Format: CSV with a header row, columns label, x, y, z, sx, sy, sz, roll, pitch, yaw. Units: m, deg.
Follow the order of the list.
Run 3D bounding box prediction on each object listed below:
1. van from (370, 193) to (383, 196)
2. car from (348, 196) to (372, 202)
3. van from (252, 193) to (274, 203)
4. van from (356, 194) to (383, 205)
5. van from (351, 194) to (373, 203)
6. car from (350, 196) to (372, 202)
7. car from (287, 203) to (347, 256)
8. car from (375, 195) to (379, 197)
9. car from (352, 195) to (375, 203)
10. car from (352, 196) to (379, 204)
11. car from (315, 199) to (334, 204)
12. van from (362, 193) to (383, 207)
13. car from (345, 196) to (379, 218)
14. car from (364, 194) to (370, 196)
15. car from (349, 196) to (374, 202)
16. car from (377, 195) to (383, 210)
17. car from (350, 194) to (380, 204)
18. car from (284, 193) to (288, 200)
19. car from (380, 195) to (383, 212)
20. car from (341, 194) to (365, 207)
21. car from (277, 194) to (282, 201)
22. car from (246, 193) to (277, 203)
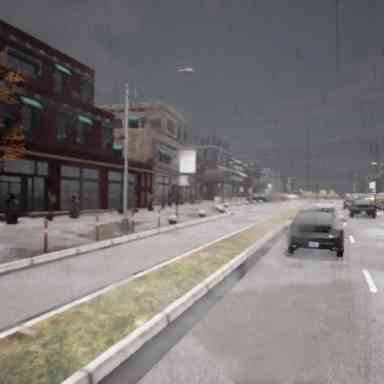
label,x,y,z,sx,sy,sz,roll,pitch,yaw
van,23.948,1.133,39.197,4.442,1.987,1.878,0,0,22
car,42.998,1.720,85.165,5.366,1.575,1.946,0,0,22
van,15.468,1.314,72.552,4.442,1.987,1.878,0,0,23
van,34.515,1.379,64.794,4.442,1.987,1.878,0,0,22
van,39.562,1.464,77.632,4.442,1.987,1.878,0,0,22
car,40.719,1.743,80.138,4.674,1.452,2.002,0,0,22
car,4.854,1.426,12.989,1.837,1.490,4.892,0,1,22
car,21.756,1.365,34.269,4.792,1.488,2.163,0,0,22
car,38.646,1.551,75.026,4.553,1.767,2.185,0,0,22
car,36.484,1.673,69.950,4.792,1.488,2.163,0,0,22
car,13.768,1.428,34.649,1.895,1.301,4.718,0,0,23
van,27.987,1.221,49.591,4.442,1.987,1.878,0,-1,22
car,14.354,1.342,28.277,1.837,1.490,4.892,0,0,23
car,25.966,1.145,44.463,5.566,2.045,2.435,0,0,22
car,41.944,1.711,82.614,5.366,1.575,1.946,0,0,22
car,20.738,1.331,31.708,4.892,1.521,2.231,0,0,22
car,37.539,1.409,72.499,5.566,2.045,2.435,0,0,22
car,21.853,1.385,88.087,5.566,2.045,2.435,0,0,23
car,19.686,1.329,29.161,4.892,1.521,2.231,0,0,22
car,19.304,1.352,40.320,2.128,1.511,4.902,0,0,23
car,17.478,1.328,77.738,5.566,2.045,2.435,0,0,23
car,14.262,1.265,70.047,5.566,2.045,2.435,0,0,23
